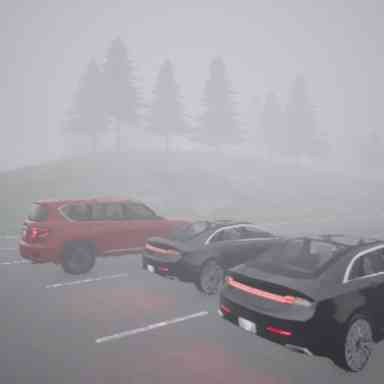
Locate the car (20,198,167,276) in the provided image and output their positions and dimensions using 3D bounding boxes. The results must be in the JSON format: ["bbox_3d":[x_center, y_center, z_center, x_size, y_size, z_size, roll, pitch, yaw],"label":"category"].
[{"bbox_3d":[-2.383,1.220,10.644,5.566,2.045,2.150,0,0,-36],"label":"car"}]

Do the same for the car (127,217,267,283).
[{"bbox_3d":[1.057,1.491,8.800,4.902,1.511,2.128,0,0,-36],"label":"car"}]

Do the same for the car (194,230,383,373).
[{"bbox_3d":[2.680,1.490,5.658,4.902,1.511,2.128,0,0,-36],"label":"car"}]
